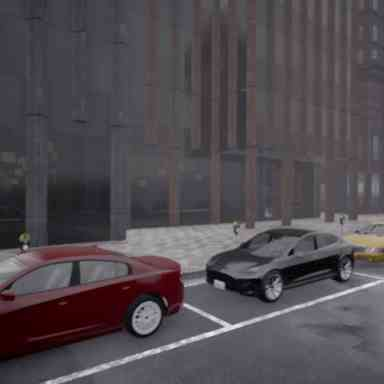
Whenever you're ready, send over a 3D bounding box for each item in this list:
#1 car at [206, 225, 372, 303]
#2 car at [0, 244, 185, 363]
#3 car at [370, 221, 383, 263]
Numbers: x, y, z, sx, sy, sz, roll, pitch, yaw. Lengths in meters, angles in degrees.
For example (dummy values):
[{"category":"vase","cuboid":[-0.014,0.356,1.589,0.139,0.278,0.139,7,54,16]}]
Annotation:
[{"category":"car","cuboid":[2.362,1.612,8.336,4.313,1.339,1.947,0,0,-36]},{"category":"car","cuboid":[-2.226,1.552,5.063,4.507,1.381,1.887,0,0,-36]},{"category":"car","cuboid":[6.812,1.610,11.512,4.829,1.417,1.752,0,0,-36]}]
